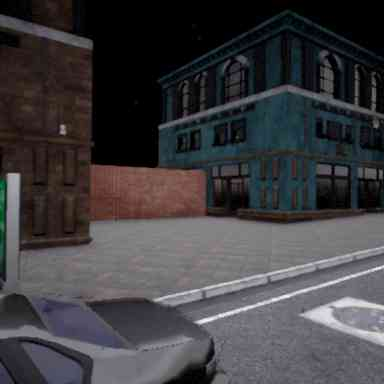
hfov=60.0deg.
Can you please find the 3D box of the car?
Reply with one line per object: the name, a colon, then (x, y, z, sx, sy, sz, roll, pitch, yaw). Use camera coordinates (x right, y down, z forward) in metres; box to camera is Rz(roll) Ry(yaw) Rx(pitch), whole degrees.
car: (-2.221, 1.553, 2.101, 5.357, 1.411, 2.033, 0, 0, -36)
